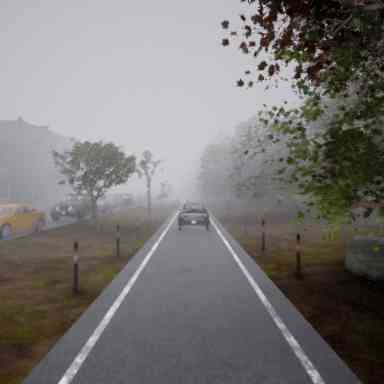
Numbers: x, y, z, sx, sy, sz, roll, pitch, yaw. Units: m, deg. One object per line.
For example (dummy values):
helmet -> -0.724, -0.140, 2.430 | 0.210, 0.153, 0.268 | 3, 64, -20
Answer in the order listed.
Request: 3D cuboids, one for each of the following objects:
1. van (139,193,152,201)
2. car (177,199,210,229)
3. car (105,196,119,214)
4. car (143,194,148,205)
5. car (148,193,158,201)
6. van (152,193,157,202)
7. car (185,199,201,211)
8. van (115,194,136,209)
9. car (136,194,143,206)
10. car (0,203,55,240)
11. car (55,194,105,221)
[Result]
van -> -9.085, 1.248, 61.637 | 1.878, 1.987, 4.442 | 0, -1, -2
car -> 0.102, 1.464, 21.246 | 2.128, 1.511, 4.902 | 0, 0, 0
car -> -9.051, 1.443, 32.956 | 2.002, 1.452, 4.674 | 0, 0, 0
car -> -9.075, 1.483, 55.124 | 2.163, 1.488, 4.792 | 0, -1, -2
car -> -10.385, 1.292, 88.362 | 2.435, 2.045, 5.566 | 1, -1, -9
van -> -9.249, 1.277, 71.588 | 1.878, 1.987, 4.442 | 0, -1, -2
car -> 0.103, 1.590, 42.407 | 1.895, 1.301, 4.718 | 0, 0, 0
van -> -9.069, 1.214, 43.928 | 1.878, 1.987, 4.442 | 0, 0, 2
car -> -9.070, 1.436, 49.613 | 2.231, 1.521, 4.892 | 0, -1, -2
car -> -9.033, 1.340, 16.328 | 2.097, 1.535, 5.008 | 0, 0, 2
car -> -9.043, 1.145, 26.212 | 2.435, 2.045, 5.566 | 0, 0, 1
